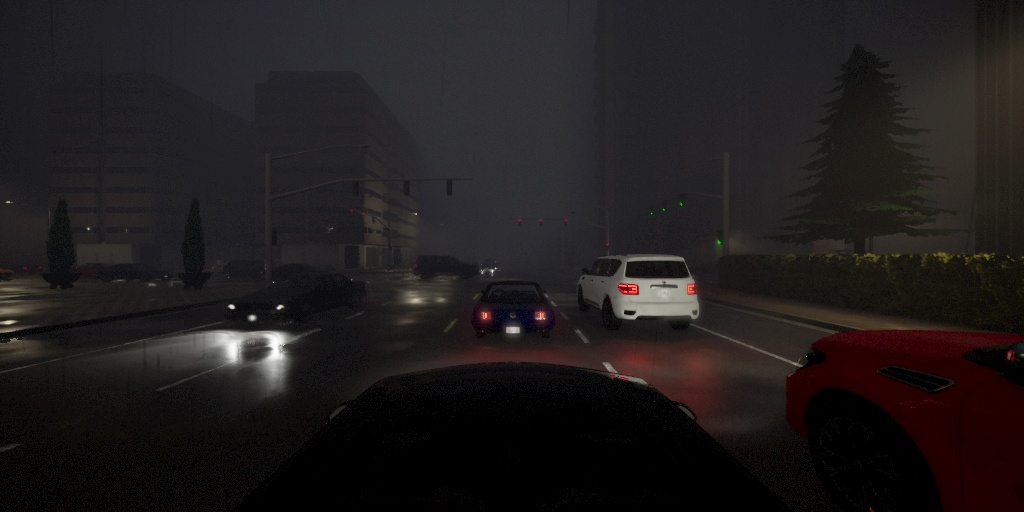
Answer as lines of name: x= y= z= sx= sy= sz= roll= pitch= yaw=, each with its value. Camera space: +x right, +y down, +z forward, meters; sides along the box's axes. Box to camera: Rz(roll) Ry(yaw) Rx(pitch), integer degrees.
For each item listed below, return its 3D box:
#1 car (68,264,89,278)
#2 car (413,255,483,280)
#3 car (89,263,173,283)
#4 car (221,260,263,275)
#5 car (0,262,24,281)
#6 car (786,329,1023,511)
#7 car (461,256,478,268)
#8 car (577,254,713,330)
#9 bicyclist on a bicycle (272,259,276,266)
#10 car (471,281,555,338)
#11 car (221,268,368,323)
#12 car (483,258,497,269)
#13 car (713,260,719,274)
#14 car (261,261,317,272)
car: x=-35.440 y=1.313 z=30.899 sx=4.181 sy=1.385 sz=1.994 roll=0 pitch=0 yaw=1
car: x=-5.564 y=0.971 z=30.635 sx=5.566 sy=2.045 sz=2.150 roll=0 pitch=0 yaw=0
car: x=-28.707 y=1.275 z=27.336 sx=4.674 sy=1.442 sz=1.812 roll=0 pitch=0 yaw=0
car: x=-22.111 y=1.102 z=30.804 sx=4.553 sy=1.767 sz=2.097 roll=0 pitch=0 yaw=0
car: x=-41.339 y=1.228 z=27.454 sx=5.008 sy=1.535 sz=1.882 roll=1 pitch=0 yaw=1
car: x=3.601 y=0.971 z=0.917 sx=2.150 sy=2.045 sz=5.566 roll=0 pitch=0 yaw=0
car: x=-7.156 y=0.971 z=61.241 sx=2.150 sy=2.045 sz=5.566 roll=0 pitch=0 yaw=0
car: x=3.576 y=0.971 z=11.278 sx=2.150 sy=2.045 sz=5.566 roll=0 pitch=0 yaw=-2
bicyclist on a bicycle: x=-28.690 y=1.051 z=42.820 sx=0.582 sy=1.620 sz=1.656 roll=0 pitch=0 yaw=0
car: x=0.046 y=1.351 z=10.150 sx=1.895 sy=1.301 sz=4.718 roll=0 pitch=0 yaw=0
car: x=-6.909 y=1.297 z=12.371 sx=2.033 sy=1.411 sz=5.357 roll=0 pitch=0 yaw=3
car: x=-3.666 y=1.255 z=55.456 sx=1.837 sy=1.490 sz=4.892 roll=0 pitch=0 yaw=0
car: x=20.828 y=1.228 z=37.607 sx=5.008 sy=1.535 sz=1.882 roll=0 pitch=0 yaw=1
car: x=-15.929 y=1.275 z=27.225 sx=4.674 sy=1.442 sz=1.812 roll=0 pitch=0 yaw=0
